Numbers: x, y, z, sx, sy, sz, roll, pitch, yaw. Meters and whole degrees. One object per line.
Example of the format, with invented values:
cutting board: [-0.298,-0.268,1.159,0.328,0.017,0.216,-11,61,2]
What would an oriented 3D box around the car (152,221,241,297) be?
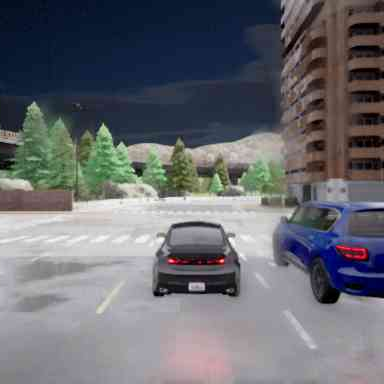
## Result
car: [0.106,1.498,8.559,1.837,1.490,4.892,0,0,0]

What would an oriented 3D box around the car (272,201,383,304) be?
car: [3.605,1.215,8.254,2.150,2.045,5.566,0,0,0]
